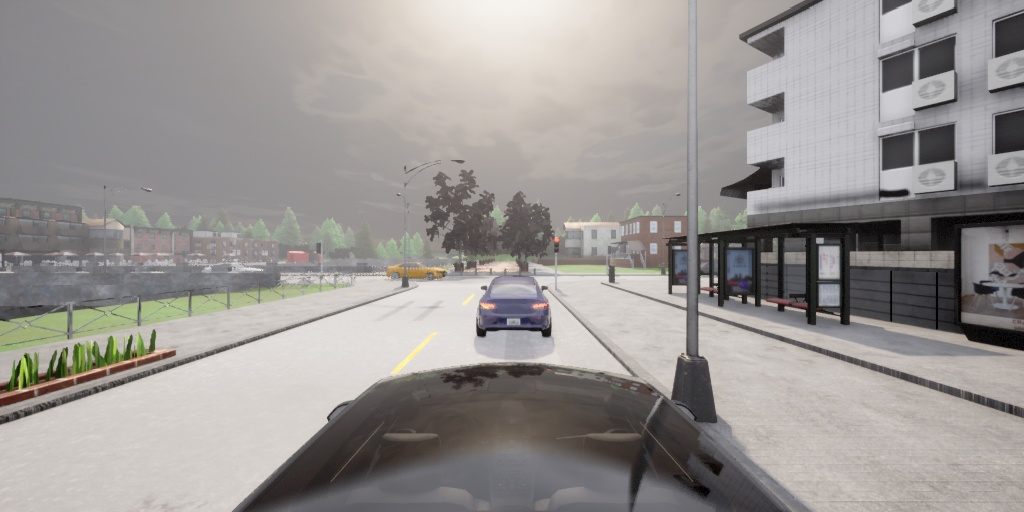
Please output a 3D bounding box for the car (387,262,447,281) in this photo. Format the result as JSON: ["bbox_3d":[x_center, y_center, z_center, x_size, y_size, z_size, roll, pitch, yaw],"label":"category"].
[{"bbox_3d":[-7.771,1.227,29.501,5.008,1.535,1.882,0,-1,14],"label":"car"}]

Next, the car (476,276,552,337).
[{"bbox_3d":[0.063,1.276,10.161,1.812,1.442,4.674,0,0,1],"label":"car"}]

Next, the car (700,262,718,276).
[{"bbox_3d":[18.904,1.297,34.431,5.357,1.411,2.033,0,0,0],"label":"car"}]

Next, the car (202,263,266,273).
[{"bbox_3d":[-23.488,1.275,30.371,4.674,1.442,1.812,0,0,0],"label":"car"}]
